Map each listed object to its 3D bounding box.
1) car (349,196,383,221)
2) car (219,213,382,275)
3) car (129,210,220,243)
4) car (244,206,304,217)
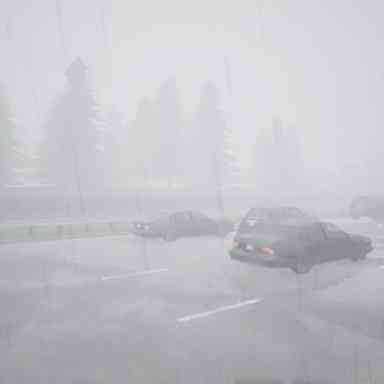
[{"bbox_3d":[15.265,1.360,27.515,5.566,2.045,2.150,0,0,-35],"label":"car"},{"bbox_3d":[3.651,1.592,10.644,5.357,1.411,2.033,0,0,-35],"label":"car"},{"bbox_3d":[-0.348,1.593,16.390,5.357,1.411,2.033,0,0,-35],"label":"car"},{"bbox_3d":[4.272,1.412,15.384,4.553,1.767,2.097,0,0,-35],"label":"car"}]
